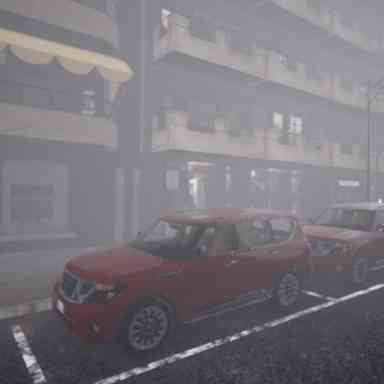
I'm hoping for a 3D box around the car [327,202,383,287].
[{"bbox_3d":[4.679,1.260,9.411,5.009,1.841,2.192,0,2,-35],"label":"car"}]

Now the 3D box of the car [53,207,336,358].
[{"bbox_3d":[0.178,1.293,6.199,5.009,1.841,2.192,0,2,-35],"label":"car"}]
